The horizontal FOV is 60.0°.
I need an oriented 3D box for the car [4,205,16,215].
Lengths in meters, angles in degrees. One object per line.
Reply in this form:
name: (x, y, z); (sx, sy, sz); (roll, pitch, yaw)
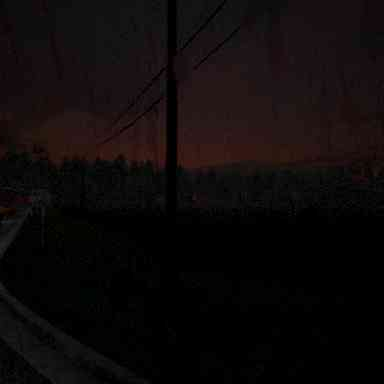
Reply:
car: (-28.959, 2.740, 52.431); (1.882, 1.535, 5.008); (1, -2, -25)

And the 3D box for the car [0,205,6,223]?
car: (-18.890, 2.253, 31.029); (1.837, 1.490, 4.892); (1, -1, -25)
